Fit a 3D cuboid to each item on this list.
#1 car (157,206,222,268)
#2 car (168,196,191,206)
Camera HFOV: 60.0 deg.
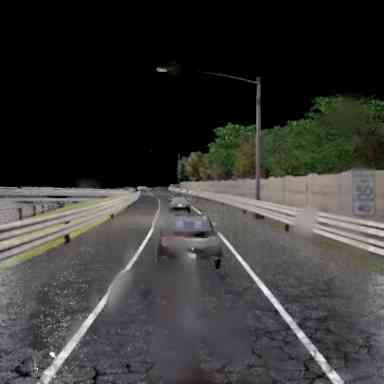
[{"bbox_3d":[-0.109,1.455,11.192,2.128,1.511,4.902,0,1,-2],"label":"car"},{"bbox_3d":[-1.216,1.081,31.399,1.994,1.385,4.181,0,1,-5],"label":"car"}]
